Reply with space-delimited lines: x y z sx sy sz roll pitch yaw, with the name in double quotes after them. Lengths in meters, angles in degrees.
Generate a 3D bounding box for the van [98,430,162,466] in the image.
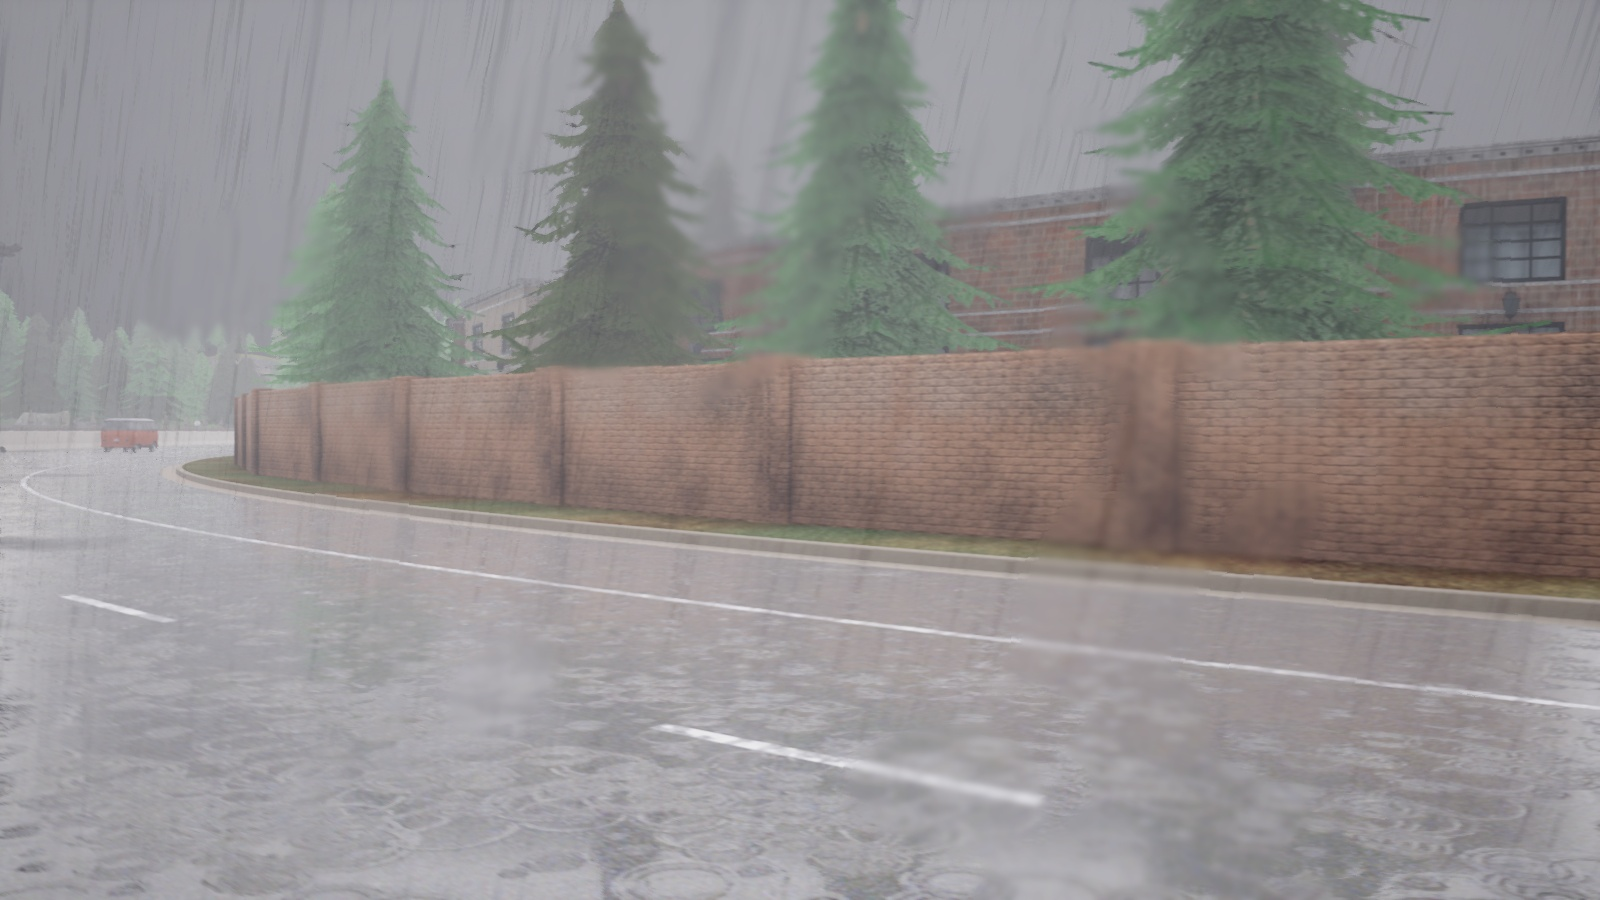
-38.557 -0.142 72.411 1.775 1.987 4.442 -1 1 -7 "van"
